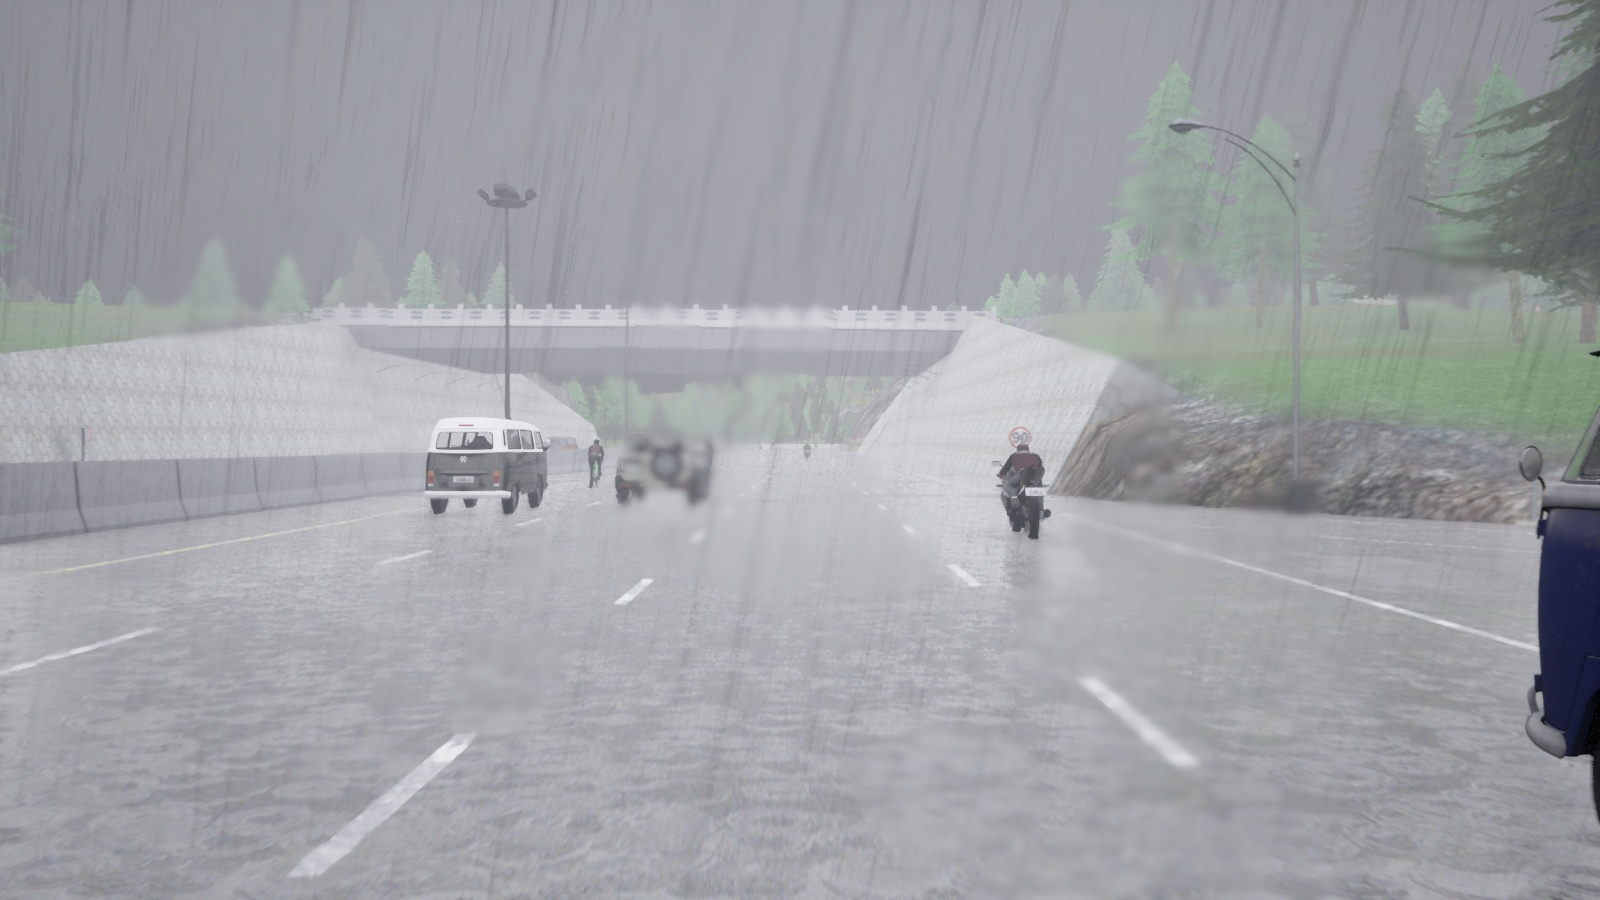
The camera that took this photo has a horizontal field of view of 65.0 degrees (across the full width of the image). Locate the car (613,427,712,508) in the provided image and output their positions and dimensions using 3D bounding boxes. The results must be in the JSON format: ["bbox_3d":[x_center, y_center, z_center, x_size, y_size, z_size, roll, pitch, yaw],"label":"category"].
[{"bbox_3d":[-3.308,0.386,31.016,1.932,1.855,4.605,0,0,0],"label":"car"}]

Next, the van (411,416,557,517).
[{"bbox_3d":[-6.827,0.310,27.687,2.069,2.038,4.480,0,1,0],"label":"van"}]

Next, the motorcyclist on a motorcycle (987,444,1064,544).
[{"bbox_3d":[3.631,0.669,20.400,0.866,1.530,2.191,0,0,0],"label":"motorcyclist on a motorcycle"}]

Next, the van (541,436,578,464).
[{"bbox_3d":[-16.980,-0.015,88.745,1.775,1.987,4.442,0,0,0],"label":"van"}]

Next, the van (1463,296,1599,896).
[{"bbox_3d":[3.532,0.482,2.808,1.775,1.987,4.442,0,0,0],"label":"van"}]
